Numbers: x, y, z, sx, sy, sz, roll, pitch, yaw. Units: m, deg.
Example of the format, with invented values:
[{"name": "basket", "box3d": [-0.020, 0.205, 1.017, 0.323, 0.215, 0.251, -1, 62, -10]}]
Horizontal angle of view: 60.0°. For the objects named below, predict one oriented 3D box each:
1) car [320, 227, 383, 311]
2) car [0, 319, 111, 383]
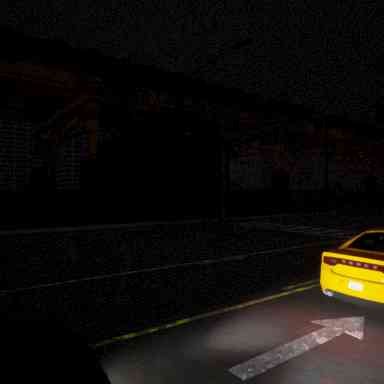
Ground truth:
[{"name": "car", "box3d": [4.844, 1.478, 7.183, 5.008, 1.535, 1.882, 0, 0, -35]}, {"name": "car", "box3d": [-2.773, 1.601, 1.774, 4.718, 1.301, 1.895, 0, 0, -35]}]
